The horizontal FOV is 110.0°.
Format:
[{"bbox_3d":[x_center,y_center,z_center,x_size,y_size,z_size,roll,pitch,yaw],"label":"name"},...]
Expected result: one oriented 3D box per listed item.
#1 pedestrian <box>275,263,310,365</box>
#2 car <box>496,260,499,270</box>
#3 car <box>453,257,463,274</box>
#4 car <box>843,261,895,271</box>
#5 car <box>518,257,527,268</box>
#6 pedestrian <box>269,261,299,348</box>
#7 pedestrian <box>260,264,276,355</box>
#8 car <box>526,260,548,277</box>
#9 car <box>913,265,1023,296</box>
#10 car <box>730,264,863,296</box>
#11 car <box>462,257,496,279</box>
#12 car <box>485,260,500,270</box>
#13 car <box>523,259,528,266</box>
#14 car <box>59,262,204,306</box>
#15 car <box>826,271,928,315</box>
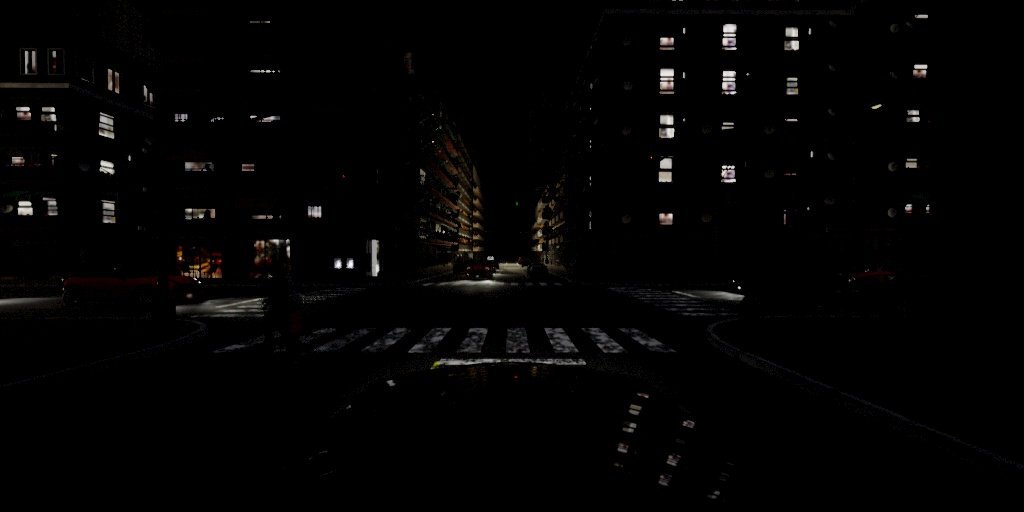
[{"bbox_3d":[-4.021,1.043,6.650,0.375,1.860,0.375,-1,1,0],"label":"pedestrian"},{"bbox_3d":[-2.852,1.241,42.257,1.837,1.490,4.892,0,0,0],"label":"car"},{"bbox_3d":[-5.325,1.053,40.162,2.192,1.841,5.009,0,0,0],"label":"car"},{"bbox_3d":[20.240,1.112,21.198,4.097,1.591,1.967,0,0,-1],"label":"car"},{"bbox_3d":[2.551,1.274,62.262,1.888,1.381,4.507,0,0,0],"label":"car"},{"bbox_3d":[-4.988,1.043,7.847,0.375,1.860,0.375,-1,1,0],"label":"pedestrian"},{"bbox_3d":[-4.673,1.044,7.176,0.375,1.860,0.375,-1,1,0],"label":"pedestrian"},{"bbox_3d":[2.557,1.322,34.566,1.802,1.307,4.207,0,0,0],"label":"car"},{"bbox_3d":[24.344,1.226,18.771,4.674,1.442,1.812,0,1,0],"label":"car"},{"bbox_3d":[14.478,1.259,18.672,5.357,1.411,2.033,0,1,-1],"label":"car"},{"bbox_3d":[-2.851,1.093,31.871,2.097,1.767,4.553,0,0,0],"label":"car"},{"bbox_3d":[-2.852,1.280,53.762,2.033,1.411,5.357,0,0,0],"label":"car"},{"bbox_3d":[2.556,1.289,40.105,2.007,1.370,4.403,0,0,0],"label":"car"},{"bbox_3d":[-16.081,1.130,15.399,4.553,1.767,2.097,0,1,0],"label":"car"},{"bbox_3d":[14.726,1.349,13.267,4.313,1.339,1.948,0,0,-1],"label":"car"}]
